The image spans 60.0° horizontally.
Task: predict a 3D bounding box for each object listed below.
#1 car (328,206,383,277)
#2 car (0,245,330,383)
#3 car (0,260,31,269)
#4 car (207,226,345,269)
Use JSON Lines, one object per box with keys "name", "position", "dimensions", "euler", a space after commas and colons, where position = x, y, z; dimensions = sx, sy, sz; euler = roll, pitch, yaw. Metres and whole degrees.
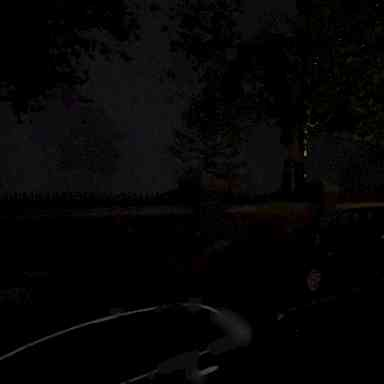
{"name": "car", "position": [5.811, 1.405, 10.694], "dimensions": [5.009, 1.841, 2.192], "euler": [1, 0, -35]}
{"name": "car", "position": [-1.156, 1.510, 2.547], "dimensions": [4.892, 1.490, 1.837], "euler": [1, 0, -35]}
{"name": "car", "position": [-3.363, 1.583, 4.157], "dimensions": [4.206, 1.307, 1.802], "euler": [1, 0, -35]}
{"name": "car", "position": [1.222, 1.590, 7.424], "dimensions": [4.507, 1.381, 1.887], "euler": [1, 0, -35]}
